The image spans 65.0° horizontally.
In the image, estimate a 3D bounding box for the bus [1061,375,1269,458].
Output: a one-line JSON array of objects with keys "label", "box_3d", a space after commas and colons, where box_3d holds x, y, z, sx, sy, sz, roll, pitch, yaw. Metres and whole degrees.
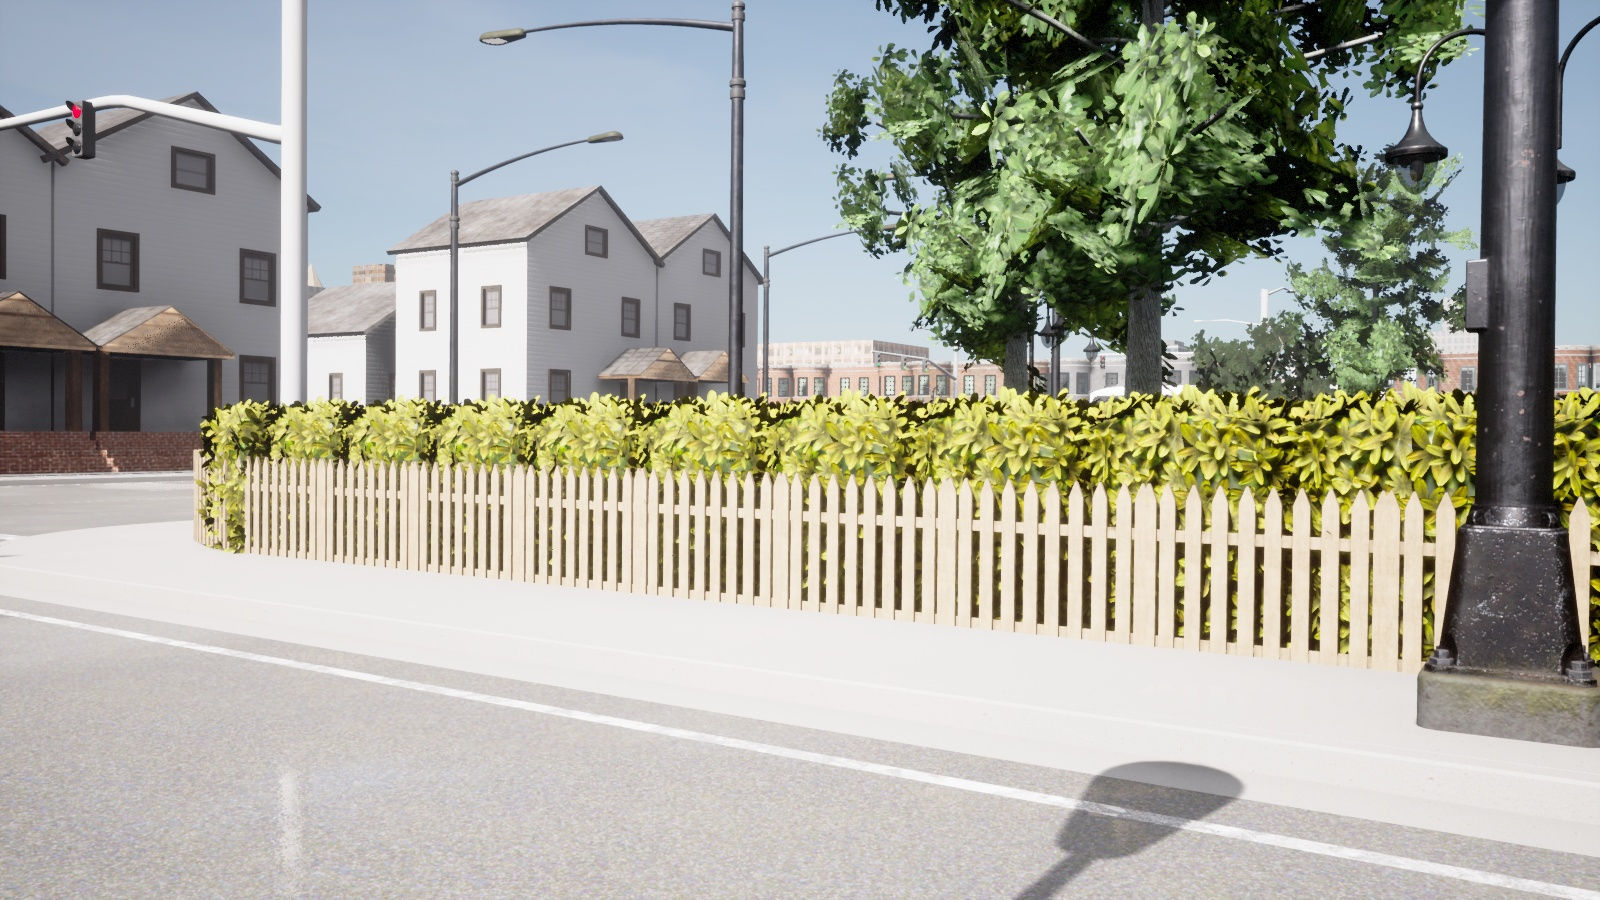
[{"label": "bus", "box_3d": [19.912, -1.765, 68.822, 10.273, 4.253, 3.944, 0, 1, 33]}]
